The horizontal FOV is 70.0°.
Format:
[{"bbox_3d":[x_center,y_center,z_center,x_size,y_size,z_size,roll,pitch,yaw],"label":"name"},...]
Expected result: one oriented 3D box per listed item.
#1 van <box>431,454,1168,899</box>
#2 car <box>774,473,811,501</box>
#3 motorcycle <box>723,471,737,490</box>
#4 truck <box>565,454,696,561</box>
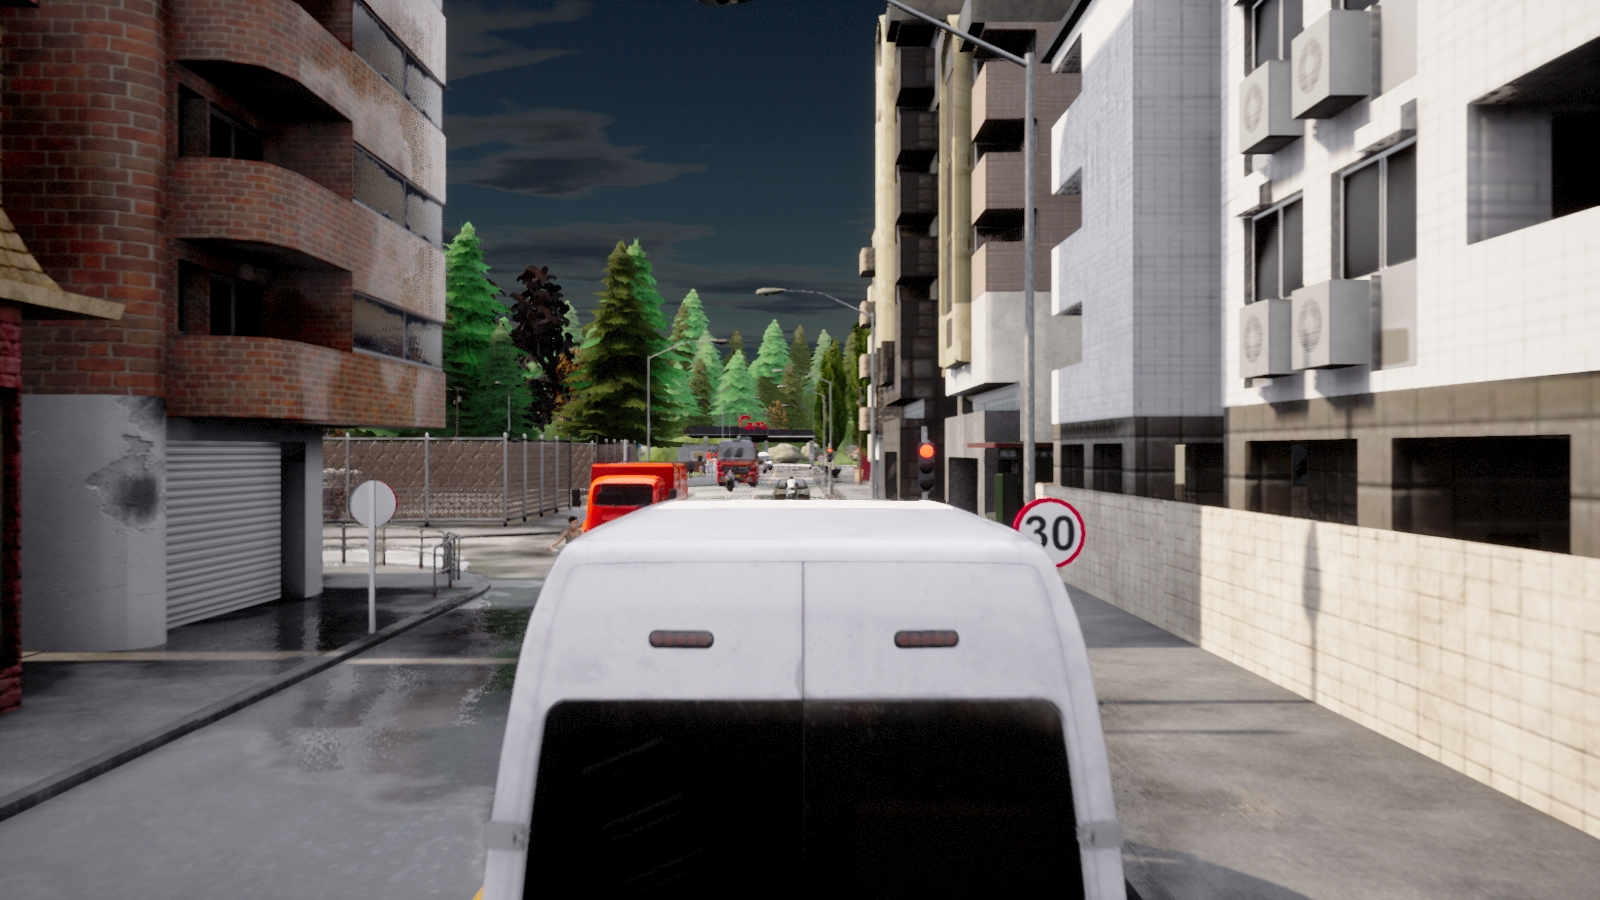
[{"bbox_3d":[-0.015,1.314,6.041,1.988,2.561,5.915,0,0,0],"label":"van"},{"bbox_3d":[-0.397,1.935,60.602,1.895,1.301,4.718,0,0,0],"label":"car"},{"bbox_3d":[-4.561,1.993,74.588,0.803,1.145,2.033,0,0,0],"label":"motorcycle"},{"bbox_3d":[-4.178,1.348,29.224,2.627,2.467,5.204,0,0,0],"label":"truck"}]
